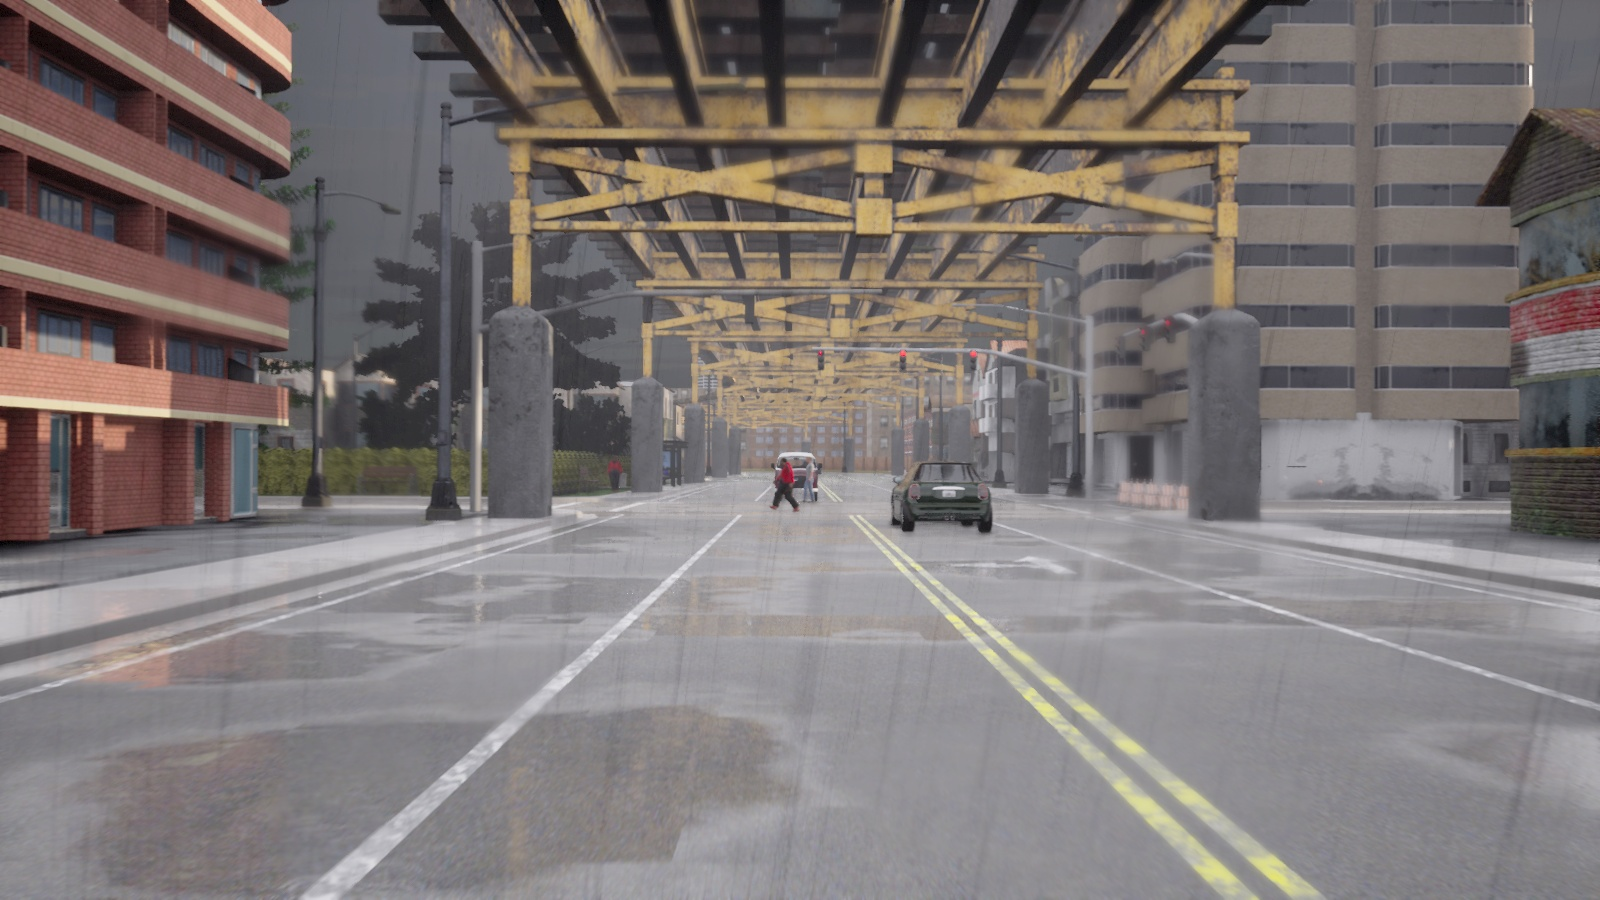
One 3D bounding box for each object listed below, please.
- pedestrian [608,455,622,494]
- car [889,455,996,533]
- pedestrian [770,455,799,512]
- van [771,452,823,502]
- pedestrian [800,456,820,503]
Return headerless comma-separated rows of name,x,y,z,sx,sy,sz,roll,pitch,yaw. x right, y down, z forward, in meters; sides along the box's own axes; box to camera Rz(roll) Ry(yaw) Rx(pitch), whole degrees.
pedestrian,-8.859,1.157,60.138,0.634,1.844,0.899,0,-1,-7
car,3.420,1.024,31.033,2.097,1.767,4.553,0,-1,0
pedestrian,-0.505,1.075,40.697,0.899,1.844,0.634,0,-1,-4
van,-0.136,1.111,52.873,2.069,2.038,4.480,0,-1,0
pedestrian,0.384,1.150,49.269,0.706,1.836,0.354,0,-1,-15
